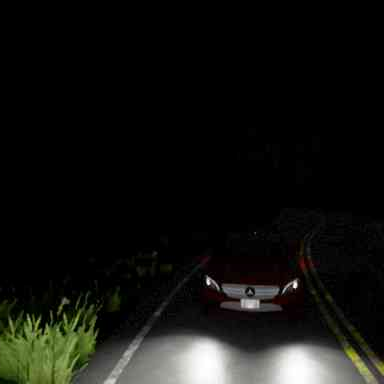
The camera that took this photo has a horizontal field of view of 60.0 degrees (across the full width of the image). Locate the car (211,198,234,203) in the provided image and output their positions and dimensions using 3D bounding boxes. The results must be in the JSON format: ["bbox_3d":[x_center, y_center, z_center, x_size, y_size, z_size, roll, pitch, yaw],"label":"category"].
[{"bbox_3d":[4.511,1.684,53.718,2.150,2.045,5.566,4,-7,-34],"label":"car"}]

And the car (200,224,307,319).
[{"bbox_3d":[1.398,1.524,7.607,1.812,1.442,4.674,-1,0,12],"label":"car"}]
